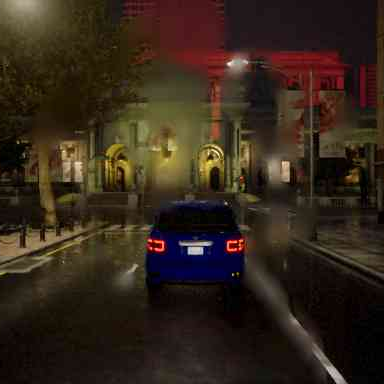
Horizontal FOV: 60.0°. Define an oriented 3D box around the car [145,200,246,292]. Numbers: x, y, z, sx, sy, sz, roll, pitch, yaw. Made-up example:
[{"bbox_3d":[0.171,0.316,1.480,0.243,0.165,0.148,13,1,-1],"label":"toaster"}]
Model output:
[{"bbox_3d":[0.099,1.221,9.078,2.150,2.045,5.566,0,0,1],"label":"car"}]
